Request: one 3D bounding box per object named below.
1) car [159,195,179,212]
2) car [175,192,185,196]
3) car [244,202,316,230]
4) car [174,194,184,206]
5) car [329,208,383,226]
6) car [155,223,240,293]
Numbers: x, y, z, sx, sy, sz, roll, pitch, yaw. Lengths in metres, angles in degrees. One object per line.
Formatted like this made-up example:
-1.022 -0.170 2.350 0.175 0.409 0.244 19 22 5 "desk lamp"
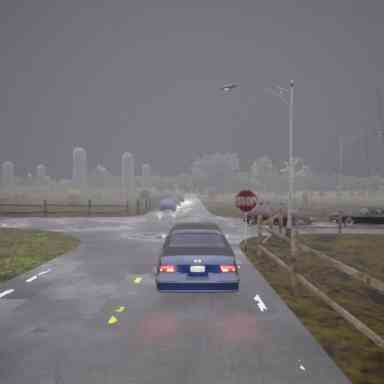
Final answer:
-2.808 1.446 38.841 1.882 1.535 5.008 0 1 -1 "car"
-2.758 1.125 69.438 2.150 2.045 5.566 0 0 0 "car"
5.925 1.493 22.343 4.553 1.767 2.097 1 1 21 "car"
-2.833 1.435 53.846 2.128 1.511 4.902 0 0 0 "car"
12.743 1.844 24.588 4.718 1.301 1.895 1 1 0 "car"
0.103 1.543 8.988 2.033 1.411 5.357 0 0 0 "car"
